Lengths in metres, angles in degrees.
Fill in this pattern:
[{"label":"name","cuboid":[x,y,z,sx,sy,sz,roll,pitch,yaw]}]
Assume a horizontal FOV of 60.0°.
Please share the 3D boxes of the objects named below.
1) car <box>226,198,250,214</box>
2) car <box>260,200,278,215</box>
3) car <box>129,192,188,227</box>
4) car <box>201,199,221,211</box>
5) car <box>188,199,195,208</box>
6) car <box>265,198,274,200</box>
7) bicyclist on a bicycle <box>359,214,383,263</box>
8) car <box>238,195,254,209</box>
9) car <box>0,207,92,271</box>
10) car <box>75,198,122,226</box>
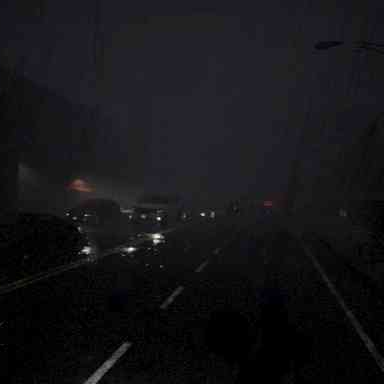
[{"label":"car","cuboid":[5.097,1.708,37.525,1.994,1.385,4.181,2,0,14]},{"label":"car","cuboid":[8.839,1.901,38.117,1.895,1.301,4.718,2,0,14]},{"label":"car","cuboid":[-2.229,1.079,22.366,2.150,2.045,5.566,2,1,13]},{"label":"car","cuboid":[2.406,1.599,41.599,1.994,1.385,4.181,2,0,13]},{"label":"car","cuboid":[-1.046,1.478,42.209,1.895,1.301,4.718,2,0,13]},{"label":"car","cuboid":[11.432,1.739,49.145,2.097,1.767,4.553,2,0,14]},{"label":"bicyclist on a bicycle","cuboid":[6.285,1.543,10.712,1.656,1.620,0.582,2,0,13]},{"label":"car","cuboid":[7.938,1.463,49.559,2.150,2.045,5.566,2,0,14]},{"label":"car","cuboid":[-5.141,1.329,10.110,1.994,1.385,4.181,2,0,13]},{"label":"car","cuboid":[-6.101,1.205,21.243,1.837,1.490,4.892,2,1,13]}]
